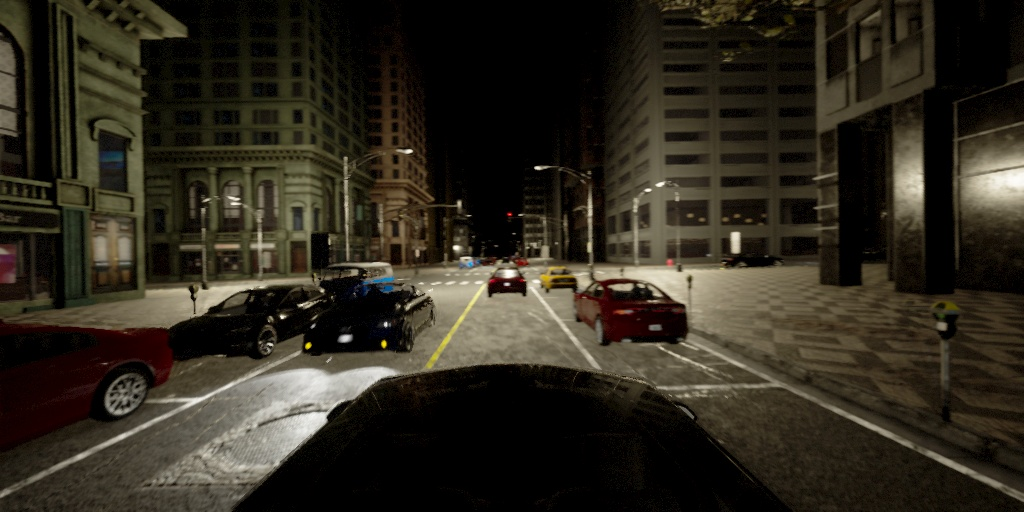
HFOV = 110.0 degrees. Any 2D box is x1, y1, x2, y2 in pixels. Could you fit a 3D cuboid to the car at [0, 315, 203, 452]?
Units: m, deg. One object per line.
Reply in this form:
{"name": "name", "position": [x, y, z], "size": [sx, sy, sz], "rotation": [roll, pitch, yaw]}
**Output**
{"name": "car", "position": [-5.712, 1.396, 3.264], "size": [1.888, 1.381, 4.507], "rotation": [0, 0, -1]}

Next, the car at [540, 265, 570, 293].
{"name": "car", "position": [2.510, 1.177, 19.815], "size": [1.751, 1.417, 4.829], "rotation": [0, 0, -1]}

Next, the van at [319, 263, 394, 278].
{"name": "van", "position": [-5.915, 1.163, 14.089], "size": [1.690, 1.789, 3.998], "rotation": [0, 0, -1]}

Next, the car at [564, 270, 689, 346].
{"name": "car", "position": [2.704, 1.223, 9.066], "size": [1.888, 1.381, 4.507], "rotation": [0, 0, -1]}

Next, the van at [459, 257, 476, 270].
{"name": "van", "position": [-6.638, 1.078, 52.066], "size": [1.690, 1.789, 3.998], "rotation": [0, 0, -1]}

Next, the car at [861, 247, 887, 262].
{"name": "car", "position": [34.532, -0.091, 35.001], "size": [4.892, 1.490, 1.837], "rotation": [-2, 0, -1]}

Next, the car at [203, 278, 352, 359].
{"name": "car", "position": [-5.813, 1.402, 8.677], "size": [1.948, 1.339, 4.313], "rotation": [0, 0, -1]}

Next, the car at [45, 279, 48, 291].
{"name": "car", "position": [-37.817, 2.469, 30.755], "size": [5.008, 1.535, 1.882], "rotation": [-2, 0, -1]}

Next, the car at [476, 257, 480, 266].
{"name": "car", "position": [-6.740, 1.273, 57.590], "size": [1.888, 1.381, 4.507], "rotation": [0, 0, -1]}

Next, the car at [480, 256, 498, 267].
{"name": "car", "position": [-4.119, 1.228, 64.205], "size": [1.994, 1.385, 4.181], "rotation": [-1, 0, -1]}

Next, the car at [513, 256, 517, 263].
{"name": "car", "position": [1.708, 1.105, 63.255], "size": [1.888, 1.381, 4.507], "rotation": [0, 0, -1]}

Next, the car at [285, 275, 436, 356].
{"name": "car", "position": [-3.154, 1.351, 8.714], "size": [1.994, 1.385, 4.181], "rotation": [-1, 0, -1]}

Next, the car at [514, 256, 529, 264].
{"name": "car", "position": [1.812, 1.115, 57.731], "size": [1.888, 1.381, 4.507], "rotation": [0, 0, -1]}

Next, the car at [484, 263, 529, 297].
{"name": "car", "position": [-0.215, 1.269, 18.532], "size": [1.994, 1.385, 4.181], "rotation": [-1, 0, 0]}

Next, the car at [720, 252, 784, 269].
{"name": "car", "position": [21.125, 0.366, 31.617], "size": [5.008, 1.535, 1.882], "rotation": [-2, 0, -1]}
